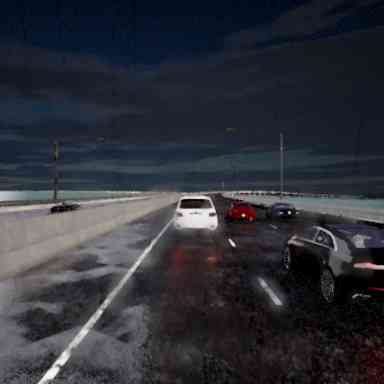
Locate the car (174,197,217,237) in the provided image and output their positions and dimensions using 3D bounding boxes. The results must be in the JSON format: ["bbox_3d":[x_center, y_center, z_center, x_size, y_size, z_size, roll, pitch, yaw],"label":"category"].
[{"bbox_3d":[0.163,1.257,18.468,2.150,2.045,5.566,0,0,0],"label":"car"}]

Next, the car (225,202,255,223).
[{"bbox_3d":[3.735,1.526,26.398,1.882,1.535,5.008,0,0,1],"label":"car"}]

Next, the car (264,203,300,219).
[{"bbox_3d":[7.240,1.598,27.140,2.033,1.411,5.357,0,0,1],"label":"car"}]

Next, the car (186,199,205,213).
[{"bbox_3d":[0.381,1.614,38.854,2.033,1.411,5.357,0,0,1],"label":"car"}]

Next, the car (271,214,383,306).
[{"bbox_3d":[3.618,1.509,8.044,2.128,1.511,4.902,0,0,0],"label":"car"}]

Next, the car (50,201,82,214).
[{"bbox_3d":[-13.769,1.661,36.565,1.895,1.301,4.718,0,0,1],"label":"car"}]
